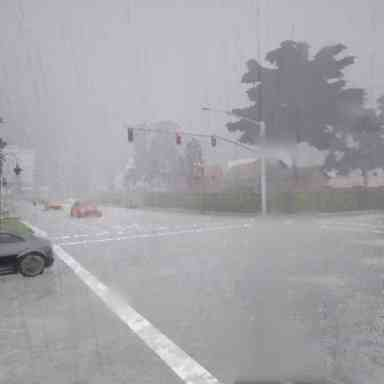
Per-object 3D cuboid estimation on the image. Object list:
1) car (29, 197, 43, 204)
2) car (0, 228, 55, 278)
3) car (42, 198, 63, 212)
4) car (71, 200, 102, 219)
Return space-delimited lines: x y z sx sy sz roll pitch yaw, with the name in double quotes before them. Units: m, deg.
"car" -28.107 1.666 61.248 2.097 1.767 4.553 -1 0 -32
"car" -6.056 1.702 9.197 4.181 1.385 1.994 -1 0 -31
"car" -19.854 1.954 47.744 1.882 1.535 5.008 -1 0 -31
"car" -10.261 1.618 32.181 2.097 1.767 4.553 -1 0 -32
